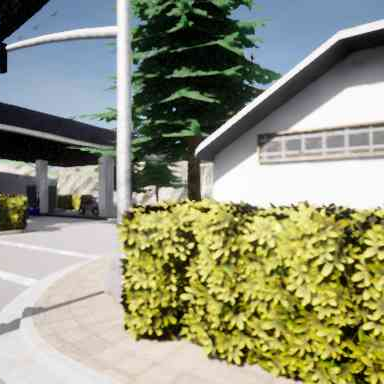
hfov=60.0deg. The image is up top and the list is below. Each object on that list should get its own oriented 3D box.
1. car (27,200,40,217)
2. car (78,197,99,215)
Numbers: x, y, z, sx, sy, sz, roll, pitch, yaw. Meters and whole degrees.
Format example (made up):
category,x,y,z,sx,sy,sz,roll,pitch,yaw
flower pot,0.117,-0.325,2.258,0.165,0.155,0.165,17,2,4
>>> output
category,x,y,z,sx,sy,sz,roll,pitch,yaw
car,-17.069,1.661,32.907,4.611,1.667,2.242,0,0,35
car,-10.264,1.470,35.038,3.866,1.878,1.905,0,0,35
